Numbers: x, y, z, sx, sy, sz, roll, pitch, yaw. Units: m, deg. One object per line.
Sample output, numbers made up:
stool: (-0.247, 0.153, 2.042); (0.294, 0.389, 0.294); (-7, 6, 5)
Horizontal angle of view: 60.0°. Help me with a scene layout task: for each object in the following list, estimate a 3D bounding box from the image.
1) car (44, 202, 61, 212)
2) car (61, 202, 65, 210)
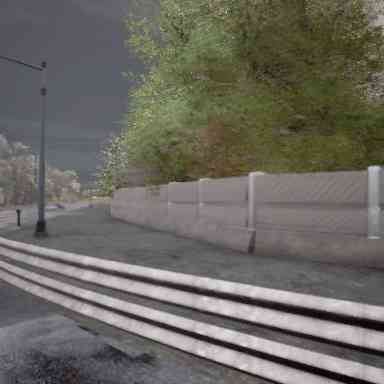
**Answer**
car: (-24.466, 2.721, 57.337); (1.895, 1.301, 4.718); (1, -1, -14)
car: (-26.831, 2.770, 66.922); (1.837, 1.490, 4.892); (1, -1, -14)
